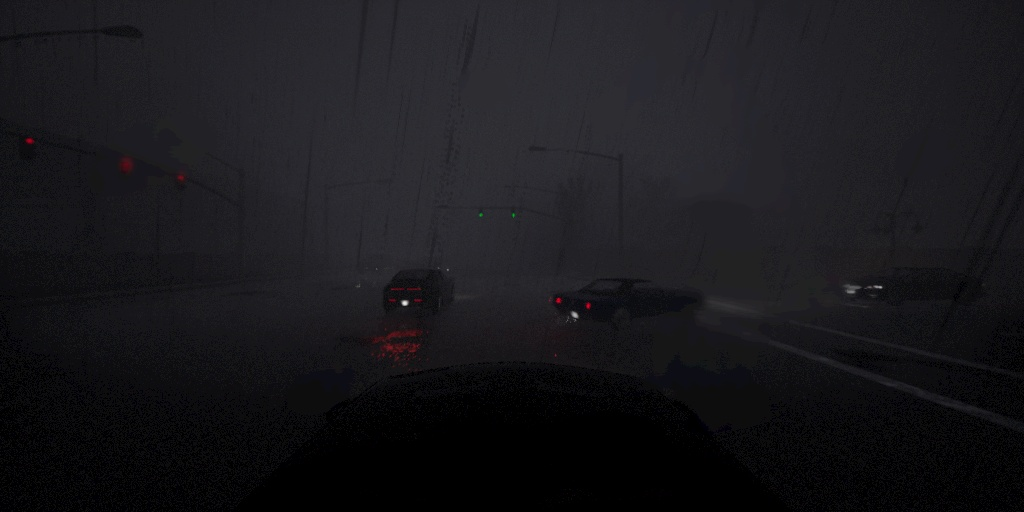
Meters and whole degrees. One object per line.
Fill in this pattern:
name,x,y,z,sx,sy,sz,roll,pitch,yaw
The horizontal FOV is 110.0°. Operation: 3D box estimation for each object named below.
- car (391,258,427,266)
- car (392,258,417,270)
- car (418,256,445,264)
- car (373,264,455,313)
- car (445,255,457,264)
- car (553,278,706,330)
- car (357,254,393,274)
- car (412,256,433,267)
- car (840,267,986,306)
car,-10.587,1.169,37.288,1.895,1.301,4.718,0,1,0
car,-14.030,1.005,46.951,1.994,1.385,4.181,0,1,1
car,-10.538,0.921,46.688,1.882,1.535,5.008,0,1,0
car,-3.400,1.224,13.802,1.837,1.490,4.892,0,0,0
car,-10.494,0.869,56.941,1.895,1.301,4.718,0,1,0
car,3.703,1.323,10.937,4.718,1.301,1.895,0,0,-28
car,-14.085,0.789,37.528,2.150,2.045,5.566,0,1,0
car,-13.994,0.826,56.410,2.033,1.411,5.357,0,1,0
car,16.568,1.224,14.979,4.902,1.511,2.128,0,0,-1
